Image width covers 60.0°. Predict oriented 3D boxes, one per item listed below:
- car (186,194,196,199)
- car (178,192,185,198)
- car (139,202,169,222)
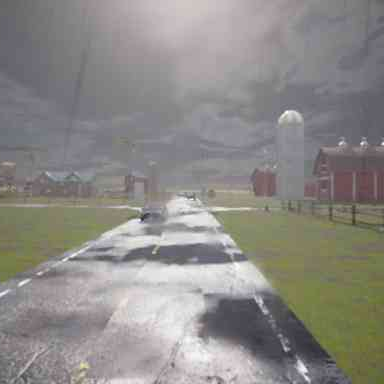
[{"bbox_3d":[-0.049,1.208,89.191,1.837,1.490,4.892,0,0,-2],"label":"car"},{"bbox_3d":[-3.018,0.782,94.975,1.882,1.535,5.008,0,0,-2],"label":"car"},{"bbox_3d":[-2.817,1.459,25.941,2.033,1.411,5.357,0,0,0],"label":"car"}]
